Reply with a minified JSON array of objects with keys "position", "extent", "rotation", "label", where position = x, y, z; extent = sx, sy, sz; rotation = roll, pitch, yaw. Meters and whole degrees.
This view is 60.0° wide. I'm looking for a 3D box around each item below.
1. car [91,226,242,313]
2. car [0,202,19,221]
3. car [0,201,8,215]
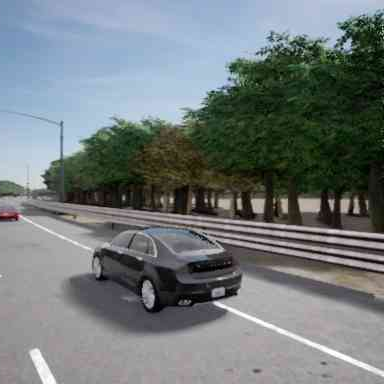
[{"position":[-0.909,1.587,8.029],"extent":[1.837,1.490,4.892],"rotation":[1,-1,-35],"label":"car"},{"position":[-16.353,1.787,29.036],"extent":[1.994,1.385,4.181],"rotation":[1,-1,-32],"label":"car"},{"position":[-22.086,1.819,37.942],"extent":[1.812,1.442,4.674],"rotation":[1,-1,-31],"label":"car"}]
